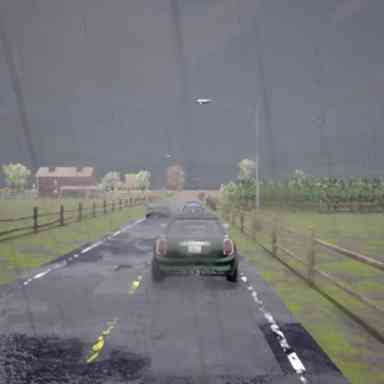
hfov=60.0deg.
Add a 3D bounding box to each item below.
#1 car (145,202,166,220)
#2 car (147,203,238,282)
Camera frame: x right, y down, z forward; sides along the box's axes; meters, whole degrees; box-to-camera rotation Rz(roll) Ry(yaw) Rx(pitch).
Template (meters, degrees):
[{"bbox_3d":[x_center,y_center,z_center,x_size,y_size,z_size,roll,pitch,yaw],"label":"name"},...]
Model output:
[{"bbox_3d":[-2.858,1.589,29.028,2.033,1.411,5.357,0,0,0],"label":"car"},{"bbox_3d":[0.079,1.368,9.946,2.097,1.767,4.553,0,0,0],"label":"car"}]
